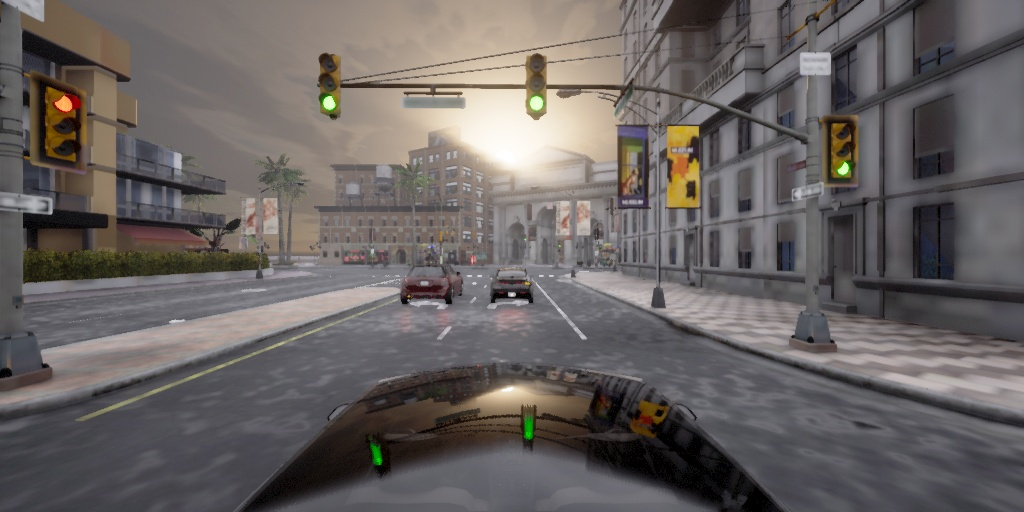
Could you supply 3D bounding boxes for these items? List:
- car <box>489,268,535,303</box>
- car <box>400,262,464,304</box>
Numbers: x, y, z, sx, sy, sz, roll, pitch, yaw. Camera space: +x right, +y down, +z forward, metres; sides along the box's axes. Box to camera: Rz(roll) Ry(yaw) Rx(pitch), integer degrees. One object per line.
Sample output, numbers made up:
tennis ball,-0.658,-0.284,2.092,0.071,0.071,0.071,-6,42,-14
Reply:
car,0.000,1.265,16.500,1.837,1.490,4.892,0,0,0
car,-3.500,1.115,16.470,2.097,1.767,4.553,0,0,0
